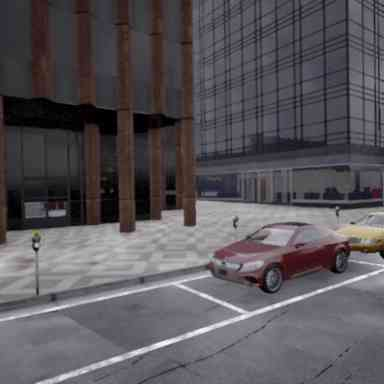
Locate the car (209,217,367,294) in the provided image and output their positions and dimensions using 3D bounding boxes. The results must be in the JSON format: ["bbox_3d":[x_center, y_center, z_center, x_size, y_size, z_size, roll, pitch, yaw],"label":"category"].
[{"bbox_3d":[2.363,1.443,8.384,4.206,1.307,1.802,-2,1,-36],"label":"car"}]

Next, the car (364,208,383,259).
[{"bbox_3d":[6.631,1.274,11.467,4.829,1.417,1.752,-1,1,-36],"label":"car"}]
